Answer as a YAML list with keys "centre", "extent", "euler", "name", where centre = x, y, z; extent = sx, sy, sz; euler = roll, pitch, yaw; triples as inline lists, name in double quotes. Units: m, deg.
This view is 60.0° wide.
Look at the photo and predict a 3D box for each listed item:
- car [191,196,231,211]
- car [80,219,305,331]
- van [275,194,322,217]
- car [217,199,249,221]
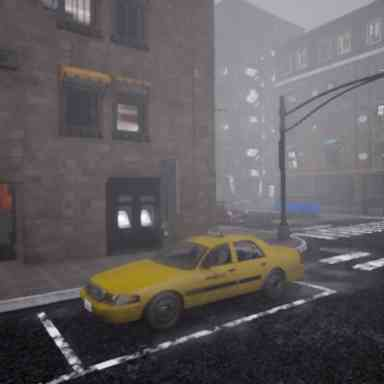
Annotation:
- centre: [2.022, 1.250, 36.980]
  extent: [1.752, 1.417, 4.829]
  euler: [-1, 1, -36]
  name: "car"
- centre: [0.282, 1.490, 6.772]
  extent: [4.829, 1.417, 1.752]
  euler: [-1, 0, -36]
  name: "car"
- centre: [8.775, 1.080, 27.679]
  extent: [1.690, 1.788, 3.998]
  euler: [-1, 1, -36]
  name: "van"
- centre: [1.985, 1.313, 22.771]
  extent: [1.967, 1.590, 4.097]
  euler: [-1, 1, -36]
  name: "car"
